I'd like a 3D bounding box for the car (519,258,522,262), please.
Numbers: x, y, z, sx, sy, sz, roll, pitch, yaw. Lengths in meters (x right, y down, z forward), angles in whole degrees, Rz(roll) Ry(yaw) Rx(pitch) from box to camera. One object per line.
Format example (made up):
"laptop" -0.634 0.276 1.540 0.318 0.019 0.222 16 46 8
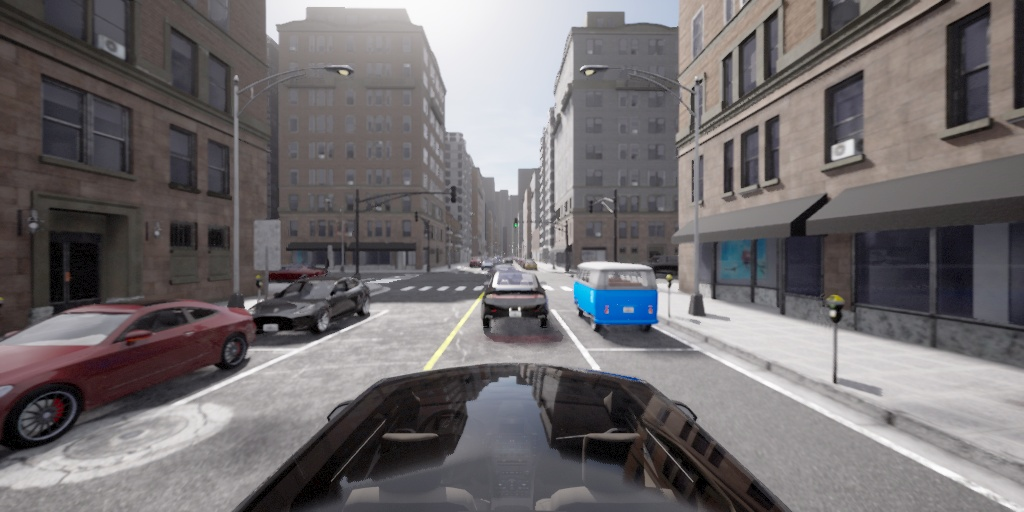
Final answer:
"car" 2.565 1.133 55.337 1.967 1.591 4.097 0 0 -1

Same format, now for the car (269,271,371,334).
"car" -5.670 1.307 10.611 1.948 1.339 4.313 0 0 0

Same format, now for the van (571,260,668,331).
"van" 2.855 1.083 10.622 1.690 1.789 3.998 0 0 0

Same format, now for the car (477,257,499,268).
"car" -3.316 1.247 50.153 2.033 1.411 5.357 0 0 -1

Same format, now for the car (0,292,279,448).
"car" -5.668 1.329 5.160 1.802 1.307 4.207 0 0 0

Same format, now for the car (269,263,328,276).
"car" -16.604 1.317 26.932 4.718 1.301 1.895 0 0 -1

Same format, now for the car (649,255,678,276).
"car" 14.173 0.936 34.006 5.566 2.045 2.150 0 0 0

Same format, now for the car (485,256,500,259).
"car" -3.416 1.191 59.852 1.837 1.490 4.892 0 0 -1

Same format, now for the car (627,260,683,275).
"car" 14.797 1.181 37.263 5.008 1.535 1.882 0 0 -1

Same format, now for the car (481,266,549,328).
"car" 0.088 1.234 11.408 2.128 1.511 4.902 0 0 0

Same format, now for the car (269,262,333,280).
"car" -17.690 1.265 30.180 4.181 1.385 1.994 0 0 -1

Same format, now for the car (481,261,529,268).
"car" -0.611 1.278 23.498 2.033 1.411 5.357 0 0 -10

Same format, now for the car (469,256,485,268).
"car" -6.036 1.000 60.745 2.192 1.841 5.009 0 0 -1

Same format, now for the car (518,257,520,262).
"car" 2.488 1.236 60.863 2.007 1.370 4.403 0 0 -1

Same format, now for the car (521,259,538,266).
"car" 2.640 1.226 49.982 1.751 1.417 4.829 0 0 -1
